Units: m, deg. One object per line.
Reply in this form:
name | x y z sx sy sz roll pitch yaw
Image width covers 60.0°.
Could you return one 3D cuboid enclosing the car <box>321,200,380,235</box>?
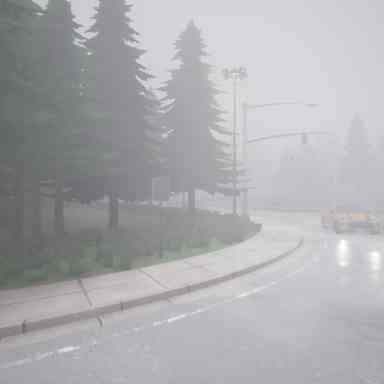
car | 8.907 1.404 19.036 2.097 1.767 4.553 0 0 9
